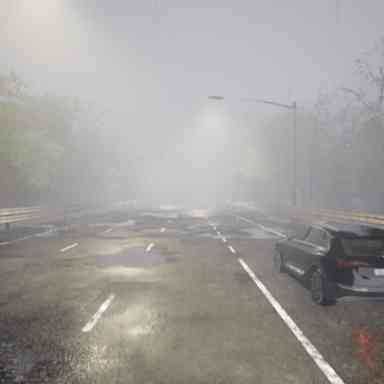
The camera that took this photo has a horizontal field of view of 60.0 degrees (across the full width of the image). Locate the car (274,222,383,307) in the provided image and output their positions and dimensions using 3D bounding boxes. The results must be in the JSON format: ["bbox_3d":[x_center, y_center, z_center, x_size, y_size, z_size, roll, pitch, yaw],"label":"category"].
[{"bbox_3d":[3.480,1.532,8.216,2.033,1.649,4.856,0,-1,-1],"label":"car"}]
